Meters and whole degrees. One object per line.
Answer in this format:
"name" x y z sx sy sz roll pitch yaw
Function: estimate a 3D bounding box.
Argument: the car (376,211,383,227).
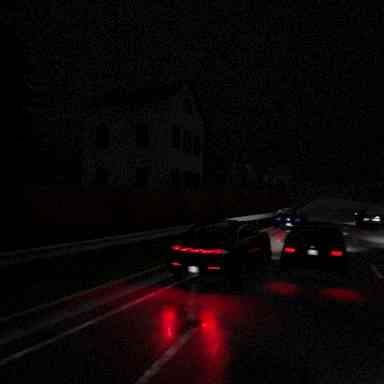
"car" 8.174 1.673 11.775 2.128 1.511 4.902 1 -1 22

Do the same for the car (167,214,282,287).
"car" 1.049 1.569 9.742 2.128 1.511 4.902 1 0 25

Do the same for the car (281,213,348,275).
"car" 4.136 1.676 11.126 2.033 1.411 5.357 1 0 22

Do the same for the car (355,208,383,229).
"car" 12.884 1.873 23.802 2.033 1.411 5.357 1 0 22

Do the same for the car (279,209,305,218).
"car" 7.177 1.852 23.703 1.895 1.301 4.718 1 0 23
